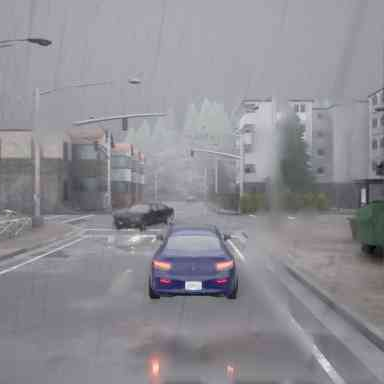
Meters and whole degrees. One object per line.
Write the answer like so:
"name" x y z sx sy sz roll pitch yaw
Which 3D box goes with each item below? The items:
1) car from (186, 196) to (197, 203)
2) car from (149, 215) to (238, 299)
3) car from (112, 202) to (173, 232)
"car" -0.152 1.526 66.956 1.812 1.442 4.674 0 0 0
"car" 0.039 1.526 8.314 1.812 1.442 4.674 0 0 0
"car" -2.931 1.414 20.714 1.882 1.535 5.008 0 1 24
